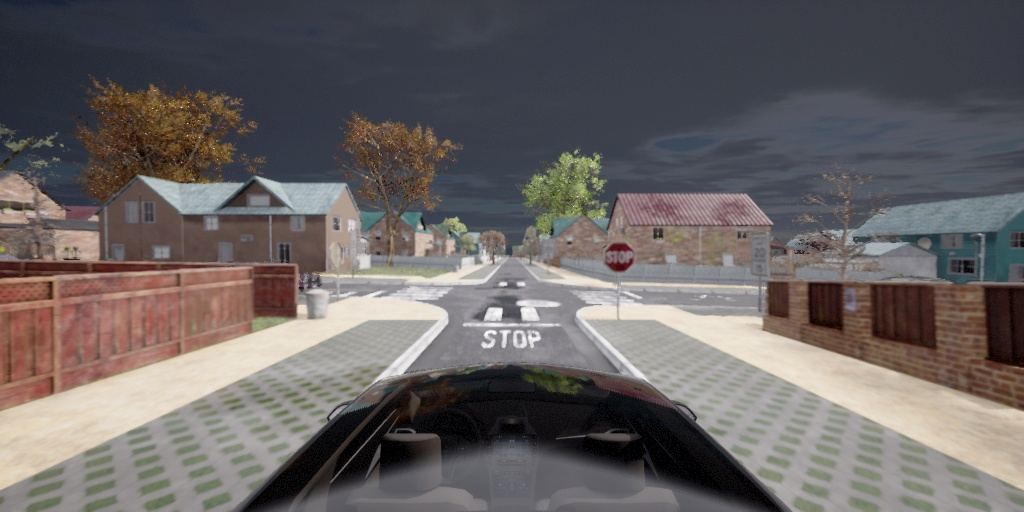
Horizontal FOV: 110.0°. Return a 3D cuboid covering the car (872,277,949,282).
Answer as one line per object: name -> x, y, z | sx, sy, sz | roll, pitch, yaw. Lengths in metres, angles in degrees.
car -> 19.012, 1.731, 16.567 | 4.892, 1.490, 1.837 | 2, 1, 0

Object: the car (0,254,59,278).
car -> -24.063, 0.589, 16.340 | 5.357, 1.411, 2.033 | 2, 1, 0

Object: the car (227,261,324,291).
car -> -11.676, 0.925, 16.405 | 5.357, 1.411, 2.033 | 2, 1, 0
